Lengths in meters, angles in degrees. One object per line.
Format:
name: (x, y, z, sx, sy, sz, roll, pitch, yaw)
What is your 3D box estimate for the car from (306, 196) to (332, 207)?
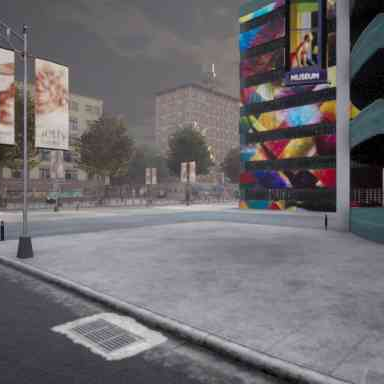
car: (19.548, 1.413, 51.047, 2.161, 1.482, 4.786, 0, 0, 43)

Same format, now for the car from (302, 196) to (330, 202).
car: (14.241, 1.320, 39.318, 2.002, 1.452, 4.674, 0, 0, 43)
